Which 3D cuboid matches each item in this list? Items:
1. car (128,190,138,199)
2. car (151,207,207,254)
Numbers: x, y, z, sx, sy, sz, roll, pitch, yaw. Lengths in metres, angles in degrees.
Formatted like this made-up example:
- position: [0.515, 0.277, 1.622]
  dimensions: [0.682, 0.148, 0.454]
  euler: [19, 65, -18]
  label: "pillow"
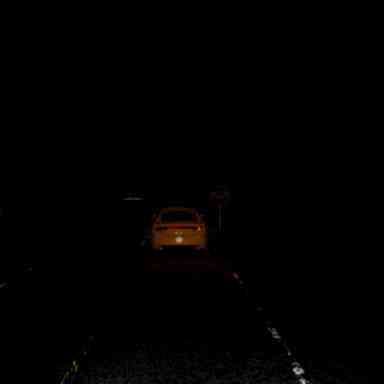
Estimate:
- position: [-12.431, 0.456, 70.355]
  dimensions: [2.097, 1.767, 4.553]
  euler: [0, 1, -10]
  label: "car"
- position: [-0.512, 1.304, 12.805]
  dimensions: [1.882, 1.535, 5.008]
  euler: [0, 1, -3]
  label: "car"
